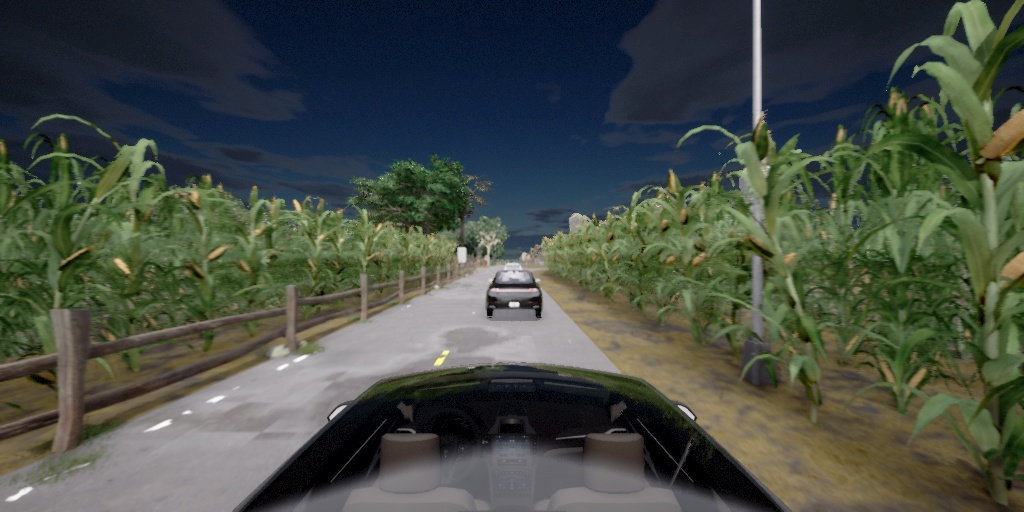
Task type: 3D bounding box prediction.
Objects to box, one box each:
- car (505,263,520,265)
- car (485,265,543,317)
[{"bbox_3d":[0.070,1.306,29.122,1.812,1.442,4.674,0,0,0],"label":"car"},{"bbox_3d":[0.078,1.249,13.151,2.128,1.511,4.902,0,0,0],"label":"car"}]
